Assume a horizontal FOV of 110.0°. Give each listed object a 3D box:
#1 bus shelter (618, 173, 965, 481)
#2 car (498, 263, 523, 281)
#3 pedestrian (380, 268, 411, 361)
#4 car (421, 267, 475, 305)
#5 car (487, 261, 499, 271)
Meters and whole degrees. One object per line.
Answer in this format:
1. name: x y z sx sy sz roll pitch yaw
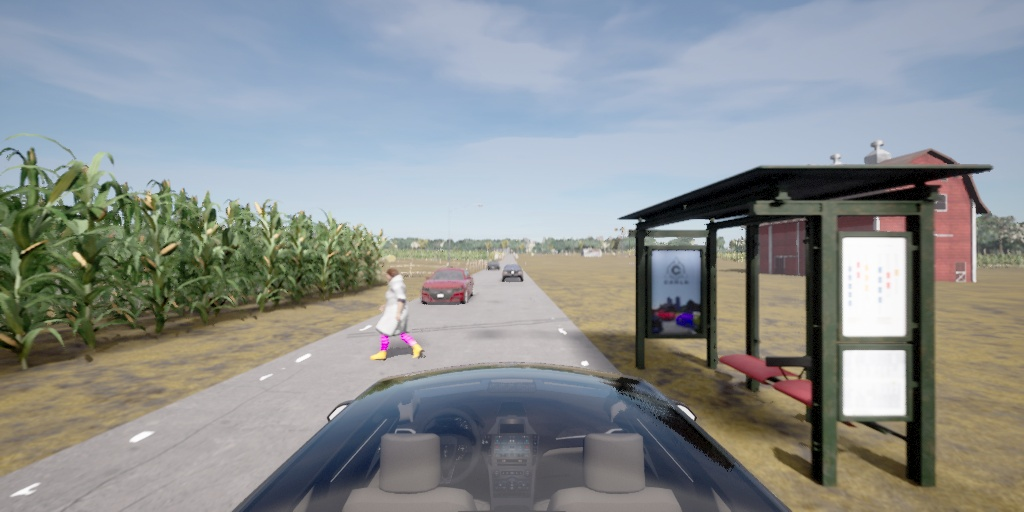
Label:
1. bus shelter: 3.120 0.641 5.188 1.920 2.740 3.880 0 0 0
2. car: 0.055 1.459 32.421 2.033 1.411 5.357 0 0 0
3. pedestrian: -2.255 1.068 6.944 0.375 1.860 0.375 0 0 0
4. car: -2.875 1.305 16.886 1.882 1.535 5.008 0 0 0
5. car: -2.922 1.534 57.530 1.882 1.535 5.008 0 0 0
